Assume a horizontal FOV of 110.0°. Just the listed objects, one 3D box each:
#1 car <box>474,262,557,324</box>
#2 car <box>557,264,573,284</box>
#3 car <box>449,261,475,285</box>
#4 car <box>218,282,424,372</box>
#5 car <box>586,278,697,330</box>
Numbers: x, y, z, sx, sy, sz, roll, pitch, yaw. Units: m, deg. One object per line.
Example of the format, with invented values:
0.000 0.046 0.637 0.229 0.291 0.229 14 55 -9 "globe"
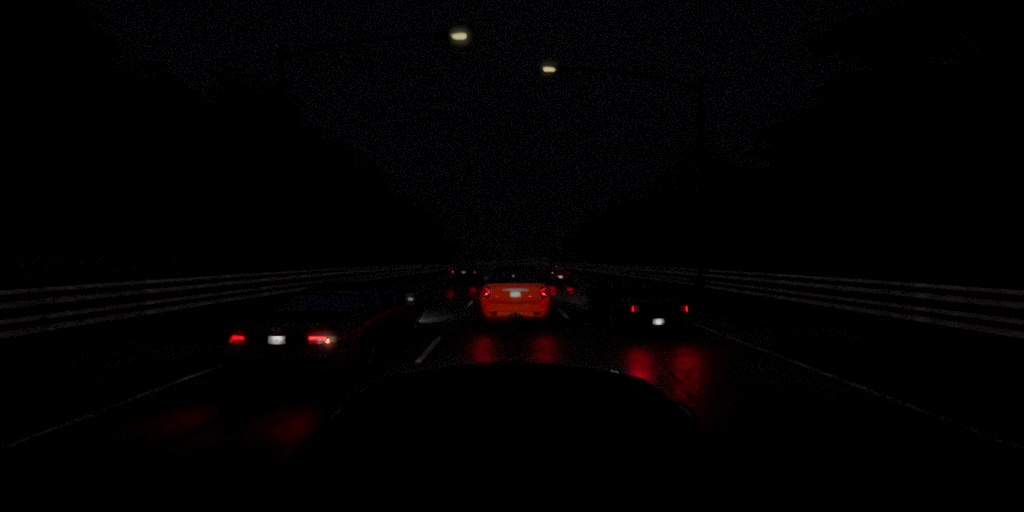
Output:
0.091 1.072 12.006 2.097 1.767 4.553 0 0 0 "car"
3.603 1.392 28.605 1.812 1.442 4.674 0 -1 0 "car"
-3.402 1.202 27.399 2.097 1.767 4.553 0 -1 0 "car"
-3.430 1.268 7.756 2.033 1.411 5.357 0 0 0 "car"
3.588 1.318 10.982 1.895 1.301 4.718 0 0 0 "car"
